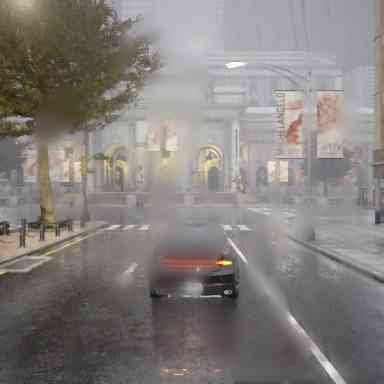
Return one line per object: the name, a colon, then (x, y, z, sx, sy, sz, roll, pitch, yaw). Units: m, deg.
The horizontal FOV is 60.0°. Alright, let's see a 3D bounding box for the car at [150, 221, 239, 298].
car: (0.062, 1.505, 8.476, 1.837, 1.490, 4.892, 0, 0, 0)
